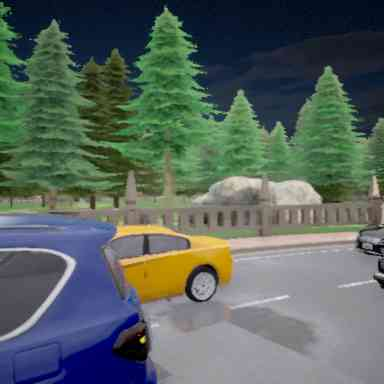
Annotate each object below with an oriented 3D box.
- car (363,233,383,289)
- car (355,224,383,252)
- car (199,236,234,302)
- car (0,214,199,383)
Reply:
[{"bbox_3d":[6.073,1.551,6.758,4.718,1.301,1.895,0,0,-22],"label":"car"},{"bbox_3d":[7.797,1.412,11.046,4.902,1.511,2.128,0,0,-17],"label":"car"},{"bbox_3d":[-1.476,1.435,6.671,5.008,1.535,1.882,0,0,-31],"label":"car"},{"bbox_3d":[-2.872,1.214,1.679,5.566,2.045,2.150,0,0,-35],"label":"car"}]
